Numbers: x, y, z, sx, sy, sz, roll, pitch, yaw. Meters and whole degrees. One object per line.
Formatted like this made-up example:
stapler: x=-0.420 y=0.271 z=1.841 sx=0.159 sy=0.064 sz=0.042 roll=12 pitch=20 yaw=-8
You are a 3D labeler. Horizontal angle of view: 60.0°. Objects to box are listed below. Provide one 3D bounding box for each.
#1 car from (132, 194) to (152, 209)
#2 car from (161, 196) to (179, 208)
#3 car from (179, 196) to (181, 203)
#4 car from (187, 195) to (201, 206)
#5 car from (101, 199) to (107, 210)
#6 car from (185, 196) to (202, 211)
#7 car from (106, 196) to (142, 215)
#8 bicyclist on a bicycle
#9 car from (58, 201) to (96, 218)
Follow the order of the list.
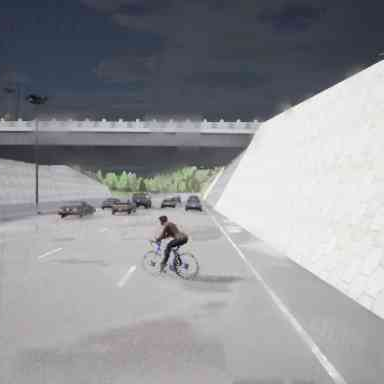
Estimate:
car: x=-6.865 y=1.220 z=45.093 sx=2.150 sy=2.045 sz=5.566 roll=0 pitch=0 yaw=1
car: x=-3.291 y=1.563 z=47.573 sx=1.994 sy=1.385 sz=4.181 roll=0 pitch=0 yaw=0
car: x=-3.246 y=1.490 z=68.584 sx=2.128 sy=1.511 sz=4.902 roll=0 pitch=0 yaw=0
car: x=0.231 y=1.351 z=54.300 sx=2.097 sy=1.767 sz=4.553 roll=0 pitch=0 yaw=-1
car: x=-10.301 y=1.546 z=43.126 sx=2.033 sy=1.411 sz=5.357 roll=0 pitch=0 yaw=0
car: x=0.194 y=1.562 z=41.585 sx=1.994 sy=1.385 sz=4.181 roll=0 pitch=0 yaw=0
car: x=-6.893 y=1.491 z=34.373 sx=2.128 sy=1.511 sz=4.902 roll=0 pitch=0 yaw=1
bicyclist on a bicycle: x=-0.589 y=1.432 z=8.616 sx=1.656 sy=1.620 sz=0.582 roll=-1 pitch=0 yaw=24
car: x=-10.333 y=1.546 z=30.199 sx=2.033 sy=1.411 sz=5.357 roll=0 pitch=0 yaw=0
